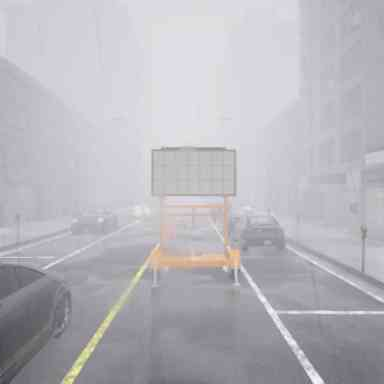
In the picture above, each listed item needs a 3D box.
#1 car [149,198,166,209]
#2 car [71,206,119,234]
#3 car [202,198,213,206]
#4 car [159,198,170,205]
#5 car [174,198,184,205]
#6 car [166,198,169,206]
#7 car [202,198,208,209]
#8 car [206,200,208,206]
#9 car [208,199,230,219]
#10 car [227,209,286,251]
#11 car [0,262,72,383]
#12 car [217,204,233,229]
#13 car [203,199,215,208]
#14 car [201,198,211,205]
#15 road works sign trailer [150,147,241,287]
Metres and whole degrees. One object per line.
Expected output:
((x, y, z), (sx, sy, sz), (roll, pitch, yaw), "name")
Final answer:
((-5.654, 1.792, 52.971), (1.967, 1.590, 4.097), (-1, 0, 0), "car")
((-5.729, 1.566, 19.942), (1.967, 1.590, 4.097), (-1, 0, 0), "car")
((2.898, 1.976, 63.961), (1.887, 1.381, 4.507), (-1, 0, 0), "car")
((-5.614, 2.015, 69.486), (1.887, 1.381, 4.507), (-1, 0, 0), "car")
((-2.832, 2.052, 73.535), (2.033, 1.411, 5.357), (0, 0, 0), "car")
((-5.640, 1.957, 58.476), (1.947, 1.339, 4.313), (-1, 0, 0), "car")
((2.873, 1.918, 52.951), (1.947, 1.339, 4.313), (-1, 0, 0), "car")
((2.835, 1.782, 36.436), (1.887, 1.381, 4.507), (-1, 0, 0), "car")
((2.820, 1.640, 30.932), (1.967, 1.590, 4.097), (-1, 0, 0), "car")
((2.784, 1.642, 14.416), (2.008, 1.369, 4.403), (-1, 0, 0), "car")
((-2.992, 1.588, 3.893), (1.994, 1.385, 4.181), (0, 0, 0), "car")
((2.797, 1.672, 19.921), (1.887, 1.381, 4.507), (-1, 0, 0), "car")
((2.885, 1.936, 58.456), (1.887, 1.381, 4.507), (-1, 0, 0), "car")
((2.910, 2.015, 69.467), (1.887, 1.381, 4.507), (-1, 0, 0), "car")
((0.045, 0.524, 9.532), (2.380, 3.560, 2.880), (0, 0, -2), "road works sign trailer")
